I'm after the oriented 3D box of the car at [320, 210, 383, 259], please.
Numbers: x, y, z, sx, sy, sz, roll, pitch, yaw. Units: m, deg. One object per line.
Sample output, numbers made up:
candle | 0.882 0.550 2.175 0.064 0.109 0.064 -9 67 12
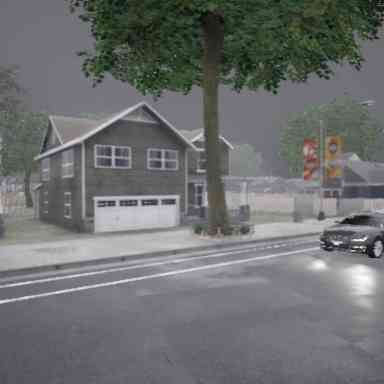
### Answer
car | 6.789 1.459 12.504 4.892 1.490 1.837 0 0 -35
